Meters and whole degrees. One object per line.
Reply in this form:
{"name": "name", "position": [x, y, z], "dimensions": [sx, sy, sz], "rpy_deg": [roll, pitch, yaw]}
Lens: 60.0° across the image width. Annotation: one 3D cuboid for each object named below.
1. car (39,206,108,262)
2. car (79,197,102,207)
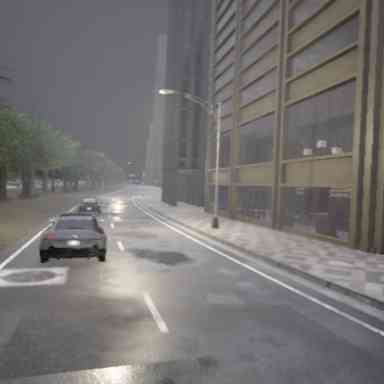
{"name": "car", "position": [-3.995, 1.426, 11.565], "dimensions": [1.994, 1.385, 4.181], "rpy_deg": [2, 0, -17]}
{"name": "car", "position": [-8.887, 1.142, 29.128], "dimensions": [1.812, 1.442, 4.674], "rpy_deg": [2, 0, -15]}
